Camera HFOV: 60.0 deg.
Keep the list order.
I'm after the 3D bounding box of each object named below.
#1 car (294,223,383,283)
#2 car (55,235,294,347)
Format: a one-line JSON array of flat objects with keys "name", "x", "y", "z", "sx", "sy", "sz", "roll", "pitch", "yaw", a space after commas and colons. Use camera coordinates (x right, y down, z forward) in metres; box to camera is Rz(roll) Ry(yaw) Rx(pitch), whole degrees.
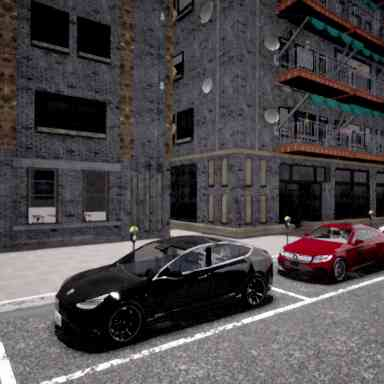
[{"name": "car", "x": 4.316, "y": 1.585, "z": 9.675, "sx": 4.206, "sy": 1.307, "sz": 1.802, "roll": 0, "pitch": 0, "yaw": -36}, {"name": "car", "x": -0.280, "y": 1.566, "z": 6.368, "sx": 4.313, "sy": 1.339, "sz": 1.947, "roll": 0, "pitch": 0, "yaw": -36}]
